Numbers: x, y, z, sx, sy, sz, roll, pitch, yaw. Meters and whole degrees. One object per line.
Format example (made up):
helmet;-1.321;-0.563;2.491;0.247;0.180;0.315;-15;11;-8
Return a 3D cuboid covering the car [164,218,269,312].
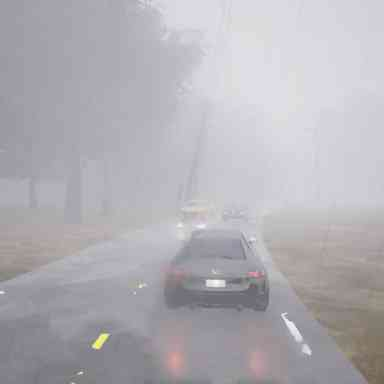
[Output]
car;0.584;1.550;7.786;1.994;1.385;4.181;0;0;5

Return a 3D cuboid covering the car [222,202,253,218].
car;3.487;1.425;25.178;2.033;1.411;5.357;0;0;15

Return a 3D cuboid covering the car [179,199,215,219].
car;0.481;1.374;26.095;1.882;1.535;5.008;0;0;16
